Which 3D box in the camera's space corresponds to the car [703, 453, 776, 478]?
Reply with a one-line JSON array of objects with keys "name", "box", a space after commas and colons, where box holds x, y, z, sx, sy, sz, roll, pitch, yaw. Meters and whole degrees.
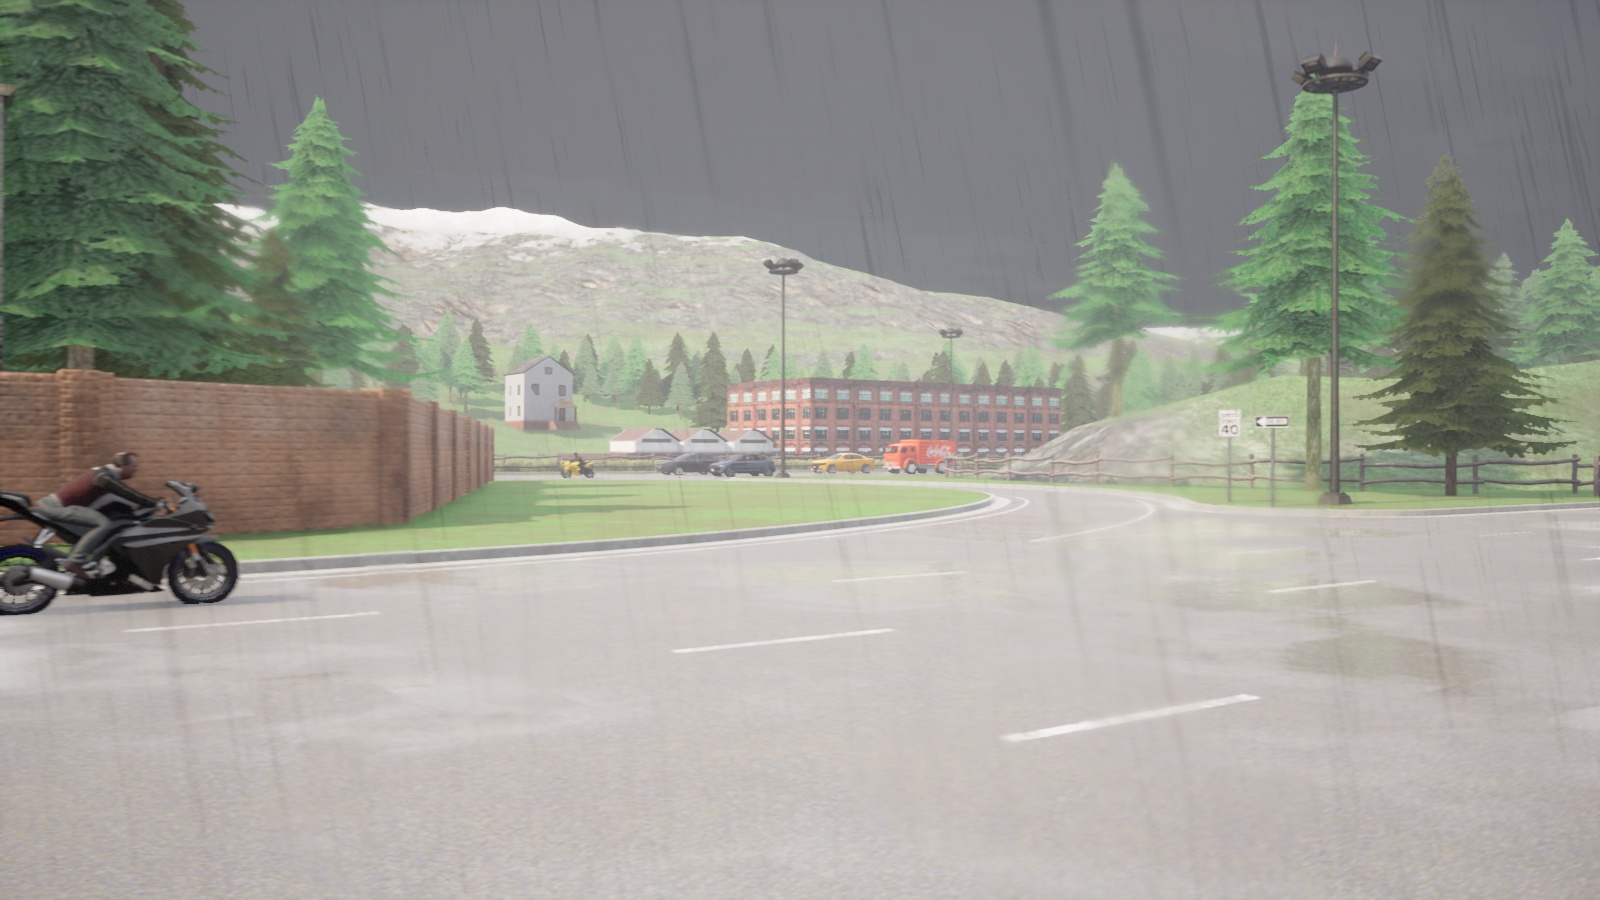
[{"name": "car", "box": [-3.723, 0.956, 77.355, 4.193, 1.474, 1.816, 0, 0, -35]}]

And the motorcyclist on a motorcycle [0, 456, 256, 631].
[{"name": "motorcyclist on a motorcycle", "box": [-6.448, 0.823, 11.963, 2.191, 1.530, 0.866, 0, 0, -35]}]

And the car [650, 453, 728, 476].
[{"name": "car", "box": [-7.338, 0.970, 83.366, 4.892, 1.490, 1.837, 0, 0, -35]}]

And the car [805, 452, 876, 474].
[{"name": "car", "box": [2.941, 0.938, 90.481, 5.008, 1.535, 1.882, 0, 0, -35]}]

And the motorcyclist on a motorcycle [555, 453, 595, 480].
[{"name": "motorcyclist on a motorcycle", "box": [-12.743, 0.928, 71.112, 2.044, 1.523, 0.797, 0, 0, -35]}]

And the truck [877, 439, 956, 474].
[{"name": "truck", "box": [8.352, 0.461, 89.971, 5.204, 2.467, 2.627, 0, 0, -35]}]
